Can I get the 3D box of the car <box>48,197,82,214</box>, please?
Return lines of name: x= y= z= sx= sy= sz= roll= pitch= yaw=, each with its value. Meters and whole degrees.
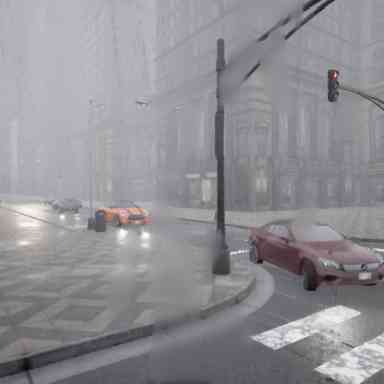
car: x=-13.319 y=1.475 z=34.902 sx=1.837 sy=1.490 sz=4.892 roll=0 pitch=0 yaw=-35

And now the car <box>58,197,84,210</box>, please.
car: x=-16.222 y=1.489 z=44.385 sx=2.033 sy=1.411 sz=5.357 roll=0 pitch=0 yaw=-35

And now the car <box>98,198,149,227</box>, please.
car: x=-4.772 y=1.344 z=22.879 sx=2.097 sy=1.767 sz=4.553 roll=0 pitch=0 yaw=-35

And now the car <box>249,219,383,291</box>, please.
car: x=3.113 y=1.518 z=9.289 sx=1.812 sy=1.442 sz=4.674 roll=0 pitch=0 yaw=-14

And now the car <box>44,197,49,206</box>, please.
car: x=-21.862 y=1.446 z=52.200 sx=1.812 sy=1.442 sz=4.674 roll=0 pitch=0 yaw=-35
